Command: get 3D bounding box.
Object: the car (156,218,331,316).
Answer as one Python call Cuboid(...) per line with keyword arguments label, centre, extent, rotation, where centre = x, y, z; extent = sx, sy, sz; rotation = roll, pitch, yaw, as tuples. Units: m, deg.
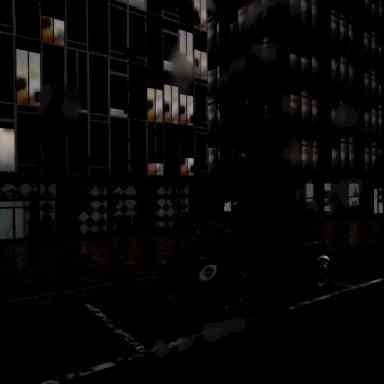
Cuboid(label="car", centre=(1.217, 1.439, 7.429), extent=(4.097, 1.590, 1.967), rotation=(0, -1, -35))
